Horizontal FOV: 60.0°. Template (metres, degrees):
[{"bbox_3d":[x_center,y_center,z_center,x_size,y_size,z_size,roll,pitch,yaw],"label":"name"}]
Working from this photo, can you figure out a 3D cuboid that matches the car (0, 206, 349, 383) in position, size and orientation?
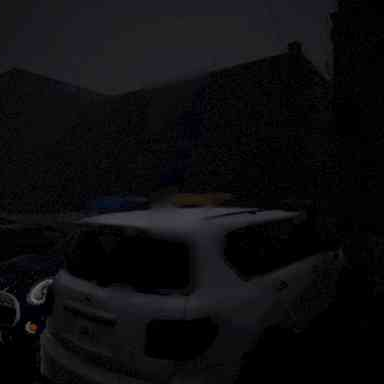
[{"bbox_3d":[0.701,1.221,4.891,2.435,2.045,5.566,0,0,36],"label":"car"}]
